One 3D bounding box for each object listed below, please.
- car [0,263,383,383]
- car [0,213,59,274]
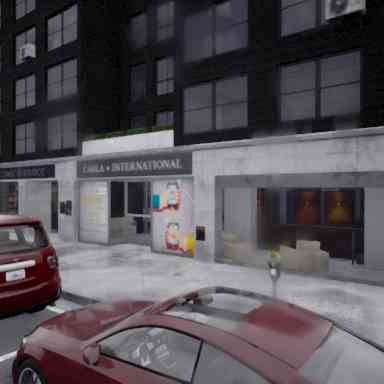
[{"bbox_3d":[0.065,1.581,3.029,4.206,1.307,1.802,0,0,35],"label":"car"},{"bbox_3d":[-4.549,1.312,6.308,5.009,1.841,2.192,0,0,35],"label":"car"}]
